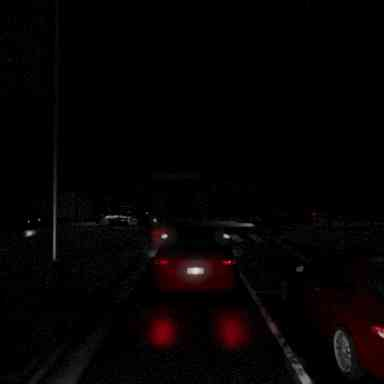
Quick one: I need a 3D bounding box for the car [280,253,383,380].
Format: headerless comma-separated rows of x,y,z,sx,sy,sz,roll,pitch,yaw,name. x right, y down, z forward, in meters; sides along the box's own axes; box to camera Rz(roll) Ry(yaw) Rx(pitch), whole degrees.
2.650,1.619,5.229,1.802,1.307,4.206,1,0,0,car

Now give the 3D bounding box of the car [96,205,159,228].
-4.735,1.731,24.070,4.892,1.490,1.837,-2,-6,27,car

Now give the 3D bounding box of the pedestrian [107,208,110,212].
-6.831,1.854,27.300,0.500,1.100,0.500,0,-1,0,pedestrian

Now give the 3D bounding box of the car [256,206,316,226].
6.781,1.690,24.331,4.181,1.385,1.994,-1,-1,1,car

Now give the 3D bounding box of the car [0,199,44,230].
-12.629,1.470,21.468,5.566,2.045,2.150,-1,-1,0,car

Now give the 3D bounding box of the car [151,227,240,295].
0.092,1.626,8.910,1.994,1.385,4.181,0,0,1,car
